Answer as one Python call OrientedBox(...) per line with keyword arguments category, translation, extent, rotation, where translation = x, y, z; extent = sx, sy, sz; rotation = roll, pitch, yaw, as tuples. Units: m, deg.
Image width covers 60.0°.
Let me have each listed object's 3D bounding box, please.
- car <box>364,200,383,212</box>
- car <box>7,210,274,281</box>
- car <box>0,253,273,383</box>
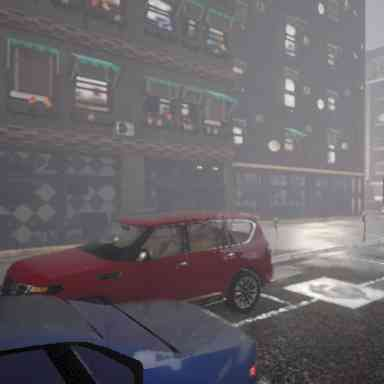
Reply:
OrientedBox(category="car", translation=(20.878, 1.536, 37.875), extent=(1.887, 1.381, 4.507), rotation=(1, 0, -36))
OrientedBox(category="car", translation=(-0.644, 1.316, 6.096), extent=(5.009, 1.841, 2.192), rotation=(0, 1, -36))
OrientedBox(category="car", translation=(-1.867, 1.547, 2.042), extent=(5.357, 1.411, 2.033), rotation=(0, 0, -35))
